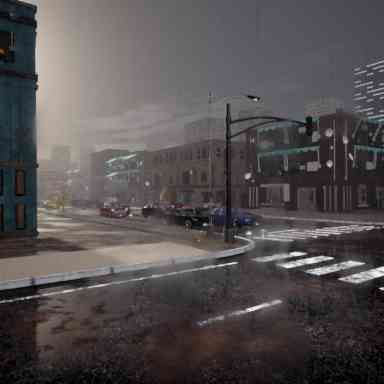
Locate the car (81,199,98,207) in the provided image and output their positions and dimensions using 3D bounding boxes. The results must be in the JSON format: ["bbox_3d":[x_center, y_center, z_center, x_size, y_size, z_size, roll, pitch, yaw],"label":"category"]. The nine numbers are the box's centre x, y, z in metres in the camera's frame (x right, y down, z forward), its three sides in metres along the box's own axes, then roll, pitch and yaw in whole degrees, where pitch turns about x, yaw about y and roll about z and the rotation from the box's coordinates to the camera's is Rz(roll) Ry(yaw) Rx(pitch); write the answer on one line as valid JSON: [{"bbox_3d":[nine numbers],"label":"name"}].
[{"bbox_3d":[-20.722,2.228,67.103,1.887,1.381,4.507,-1,0,-35],"label":"car"}]

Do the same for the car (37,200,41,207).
[{"bbox_3d":[-30.758,2.376,66.764,2.008,1.369,4.403,-1,0,-35],"label":"car"}]

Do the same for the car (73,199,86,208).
[{"bbox_3d":[-21.947,2.047,64.376,2.097,1.767,4.553,-1,0,-36],"label":"car"}]

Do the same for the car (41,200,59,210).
[{"bbox_3d":[-24.251,2.233,57.598,1.752,1.417,4.829,-1,0,-35],"label":"car"}]

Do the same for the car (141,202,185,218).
[{"bbox_3d":[-3.206,1.813,32.443,2.128,1.511,4.902,-1,0,-35],"label":"car"}]

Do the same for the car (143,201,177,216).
[{"bbox_3d":[-3.826,1.878,38.833,1.812,1.442,4.674,-1,0,-35],"label":"car"}]

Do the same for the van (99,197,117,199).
[{"bbox_3d":[-14.318,1.907,58.076,1.690,1.788,3.998,-1,0,-35],"label":"van"}]

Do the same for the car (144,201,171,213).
[{"bbox_3d":[-4.699,1.966,44.536,1.802,1.307,4.206,-2,0,-35],"label":"car"}]

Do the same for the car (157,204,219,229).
[{"bbox_3d":[-0.394,1.815,23.784,1.947,1.339,4.313,-1,0,-35],"label":"car"}]

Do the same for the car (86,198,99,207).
[{"bbox_3d":[-17.523,1.940,62.589,2.192,1.841,5.009,-1,0,-35],"label":"car"}]

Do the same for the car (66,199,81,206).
[{"bbox_3d":[-27.130,2.364,76.130,1.947,1.339,4.313,-1,0,-35],"label":"car"}]

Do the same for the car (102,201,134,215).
[{"bbox_3d":[-9.206,1.930,40.909,2.128,1.511,4.902,-1,0,-35],"label":"car"}]

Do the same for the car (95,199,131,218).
[{"bbox_3d":[-8.331,1.847,35.169,1.967,1.590,4.097,-1,0,-35],"label":"car"}]

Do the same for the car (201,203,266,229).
[{"bbox_3d":[2.774,1.750,23.980,2.033,1.411,5.357,-1,0,-34],"label":"car"}]
